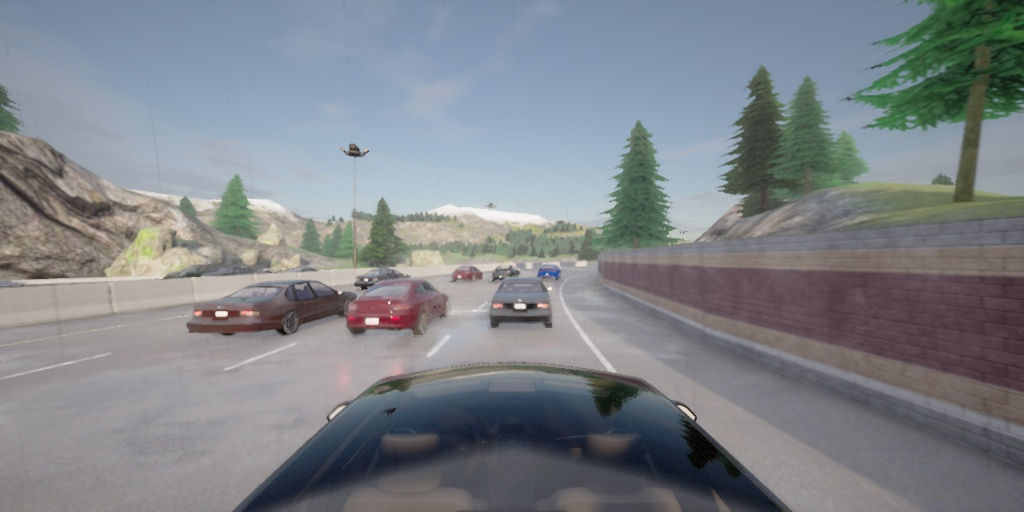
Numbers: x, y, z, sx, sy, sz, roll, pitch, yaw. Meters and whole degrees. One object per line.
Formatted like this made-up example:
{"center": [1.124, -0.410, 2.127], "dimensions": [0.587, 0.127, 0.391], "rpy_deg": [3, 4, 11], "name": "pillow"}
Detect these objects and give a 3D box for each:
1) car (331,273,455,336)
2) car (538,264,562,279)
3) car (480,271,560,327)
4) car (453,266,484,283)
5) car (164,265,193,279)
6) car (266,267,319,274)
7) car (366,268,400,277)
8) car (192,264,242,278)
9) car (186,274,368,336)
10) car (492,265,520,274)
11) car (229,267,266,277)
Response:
{"center": [-3.162, 1.381, 10.662], "dimensions": [1.812, 1.442, 4.674], "rpy_deg": [0, -1, 2], "name": "car"}
{"center": [3.675, 1.512, 34.369], "dimensions": [1.882, 1.535, 5.008], "rpy_deg": [-1, -1, 13], "name": "car"}
{"center": [0.364, 1.391, 11.904], "dimensions": [2.033, 1.411, 5.357], "rpy_deg": [0, -1, 3], "name": "car"}
{"center": [-3.932, 1.590, 32.308], "dimensions": [1.812, 1.442, 4.674], "rpy_deg": [-1, -1, 12], "name": "car"}
{"center": [-28.951, 1.583, 32.977], "dimensions": [2.097, 1.767, 4.553], "rpy_deg": [0, 0, 10], "name": "car"}
{"center": [-18.564, 1.705, 31.426], "dimensions": [1.812, 1.442, 4.674], "rpy_deg": [0, -1, 10], "name": "car"}
{"center": [-8.803, 1.575, 25.054], "dimensions": [2.033, 1.411, 5.357], "rpy_deg": [0, -1, 9], "name": "car"}
{"center": [-25.453, 1.717, 32.671], "dimensions": [2.128, 1.511, 4.902], "rpy_deg": [0, -1, 10], "name": "car"}
{"center": [-6.685, 1.428, 10.911], "dimensions": [2.033, 1.411, 5.357], "rpy_deg": [0, -1, 3], "name": "car"}
{"center": [-0.433, 1.530, 31.958], "dimensions": [2.128, 1.511, 4.902], "rpy_deg": [-1, -1, 12], "name": "car"}
{"center": [-22.013, 1.823, 32.018], "dimensions": [1.895, 1.301, 4.718], "rpy_deg": [0, -1, 10], "name": "car"}
